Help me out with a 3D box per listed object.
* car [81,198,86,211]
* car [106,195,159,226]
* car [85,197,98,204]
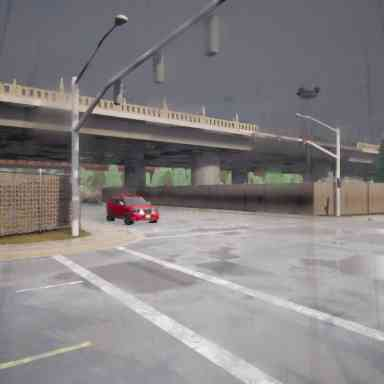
[{"bbox_3d":[-14.073,1.653,37.944,1.895,1.301,4.718,0,0,-36],"label":"car"},{"bbox_3d":[-4.544,1.272,24.646,2.150,2.045,5.566,0,0,-36],"label":"car"},{"bbox_3d":[-19.783,1.613,64.272,1.994,1.385,4.181,0,0,-36],"label":"car"}]
